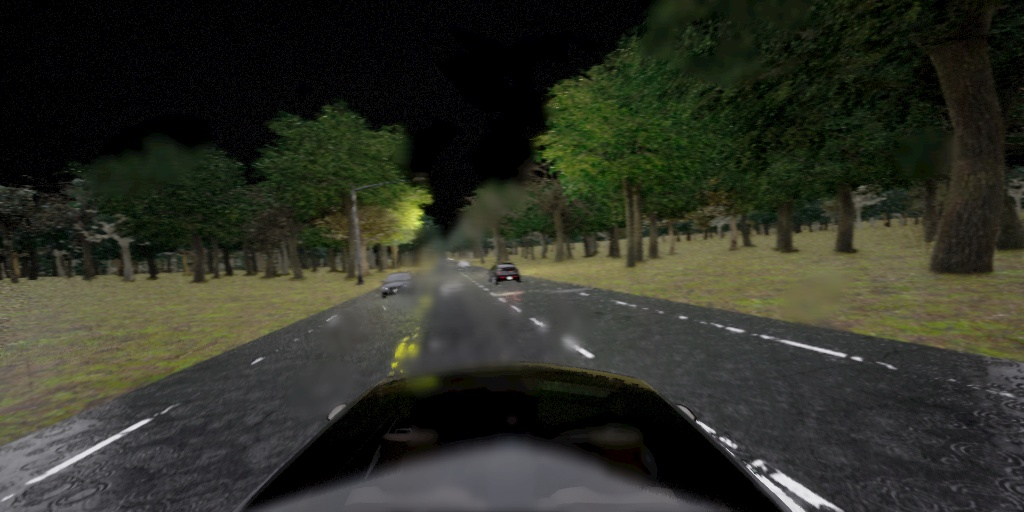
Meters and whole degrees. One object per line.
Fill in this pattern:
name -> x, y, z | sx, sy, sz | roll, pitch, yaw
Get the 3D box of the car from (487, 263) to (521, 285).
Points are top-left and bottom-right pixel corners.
car -> -0.643, 1.247, 26.360 | 1.837, 1.490, 4.892 | -5, 0, -11

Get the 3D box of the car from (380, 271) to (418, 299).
car -> -7.064, 1.765, 22.788 | 1.837, 1.490, 4.892 | -5, 0, -11
